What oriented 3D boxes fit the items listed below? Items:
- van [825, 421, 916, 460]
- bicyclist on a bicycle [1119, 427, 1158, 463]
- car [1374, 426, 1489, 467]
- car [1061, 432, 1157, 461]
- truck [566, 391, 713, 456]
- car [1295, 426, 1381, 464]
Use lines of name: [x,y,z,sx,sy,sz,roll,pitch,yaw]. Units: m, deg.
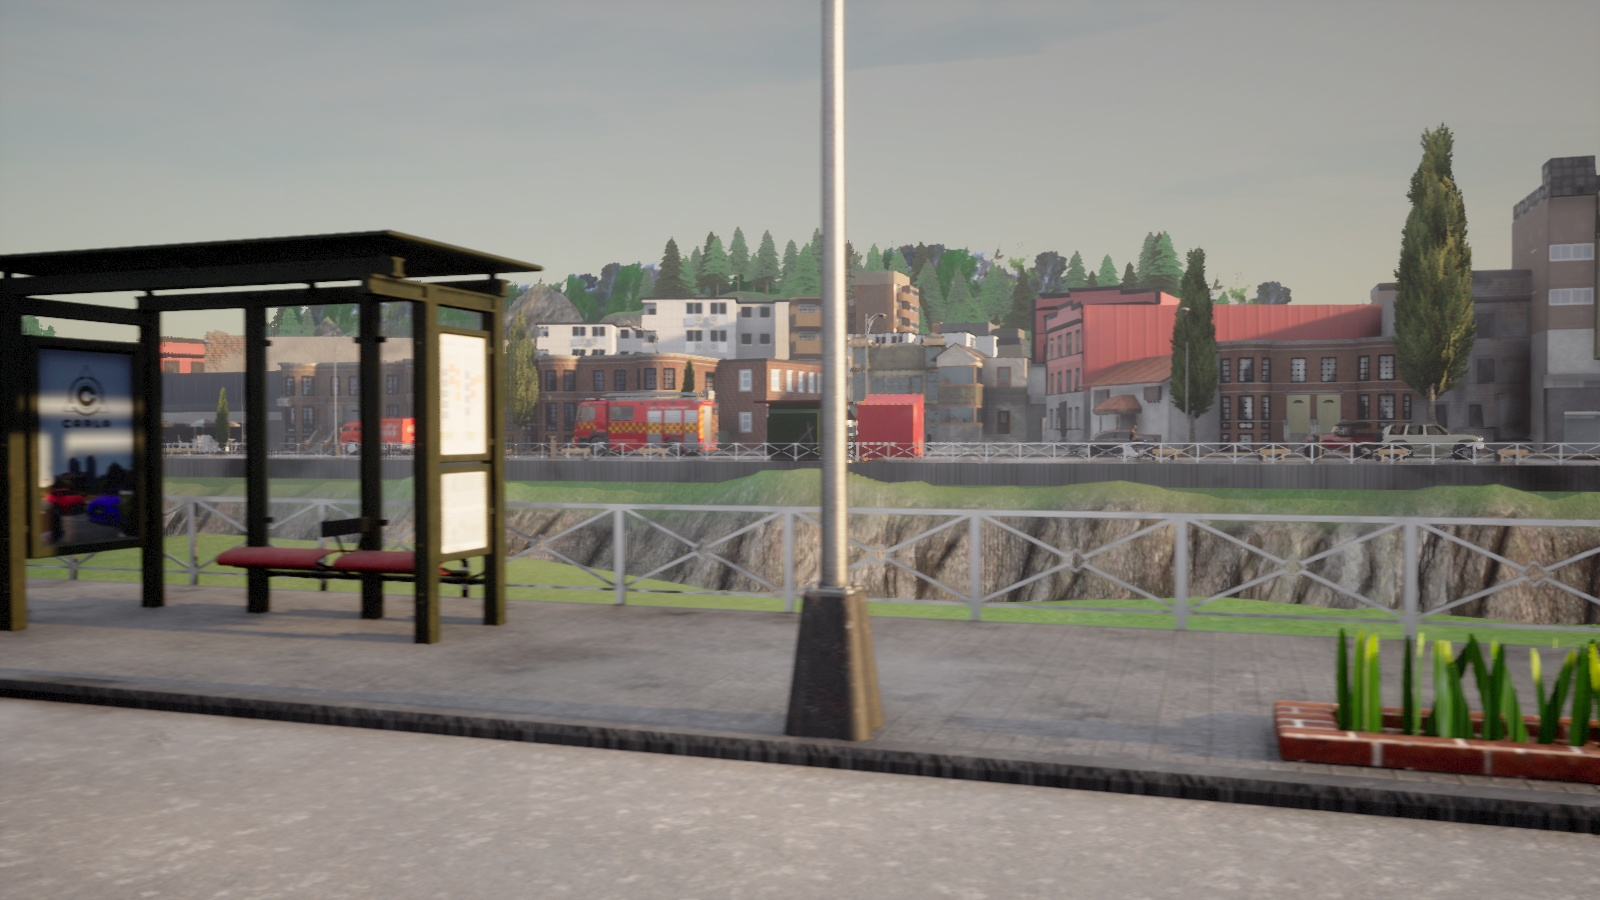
van: [3.784,-0.517,67.545,4.480,2.038,2.069,0,1,19]
bicyclist on a bicycle: [16.999,-0.249,63.103,1.843,1.776,0.659,0,1,19]
car: [29.536,-0.189,58.888,4.605,1.855,1.932,1,1,19]
car: [16.608,-0.186,67.454,4.892,1.490,1.837,1,1,19]
truck: [-9.738,-1.596,76.291,8.468,3.827,2.891,1,1,19]
car: [27.319,-0.297,63.852,3.866,1.878,1.905,1,1,19]
